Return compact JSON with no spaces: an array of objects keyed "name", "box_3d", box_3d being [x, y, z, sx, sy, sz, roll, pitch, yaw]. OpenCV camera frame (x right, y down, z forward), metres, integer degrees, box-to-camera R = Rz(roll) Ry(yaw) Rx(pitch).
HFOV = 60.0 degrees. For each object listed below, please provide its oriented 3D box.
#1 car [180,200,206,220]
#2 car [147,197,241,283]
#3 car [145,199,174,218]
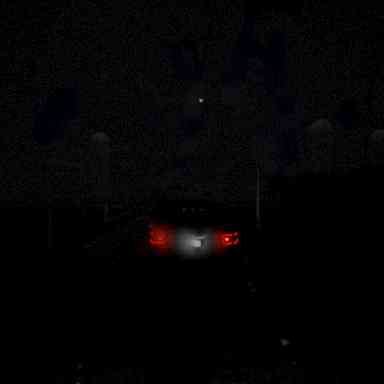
[{"name":"car","box_3d":[0.083,1.403,28.145,2.033,1.411,5.357,0,0,0]},{"name":"car","box_3d":[0.062,1.156,9.618,2.150,2.045,5.566,0,0,0]},{"name":"car","box_3d":[-2.832,1.402,29.807,2.033,1.411,5.357,0,0,0]}]
